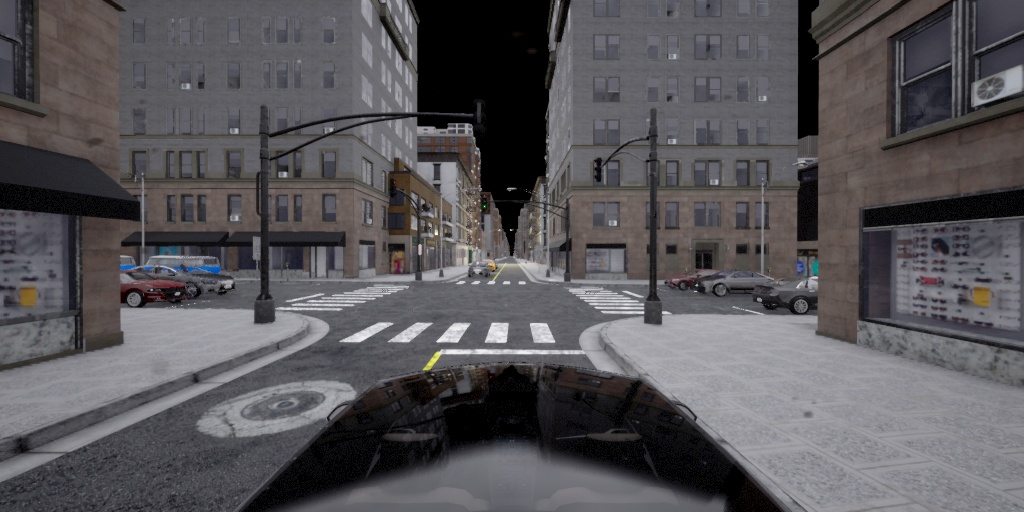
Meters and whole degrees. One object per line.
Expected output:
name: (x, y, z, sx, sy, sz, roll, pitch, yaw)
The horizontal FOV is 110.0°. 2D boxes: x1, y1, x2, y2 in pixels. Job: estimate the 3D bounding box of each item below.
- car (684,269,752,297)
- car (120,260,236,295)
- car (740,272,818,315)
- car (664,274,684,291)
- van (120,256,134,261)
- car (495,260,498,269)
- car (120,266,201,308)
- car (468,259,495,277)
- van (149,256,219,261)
car: (12.100, 1.442, 19.600, 4.181, 1.385, 1.994, 1, 0, 0)
car: (-15.566, 1.115, 16.586, 4.902, 1.511, 2.128, 1, 0, 0)
car: (11.615, 1.456, 13.649, 4.403, 1.370, 2.007, 0, 0, 0)
car: (11.647, 1.440, 22.175, 4.207, 1.307, 1.802, 0, 0, 0)
van: (-26.098, 0.831, 22.439, 3.998, 1.789, 1.690, 0, 0, 0)
car: (-3.110, 1.191, 44.728, 1.882, 1.535, 5.008, 0, 0, 0)
car: (-15.148, 1.188, 13.831, 4.507, 1.381, 1.888, 0, 0, 0)
car: (-3.103, 1.218, 34.645, 2.128, 1.511, 4.902, 0, 0, 0)
van: (-20.607, 0.883, 22.402, 3.998, 1.789, 1.690, 0, 0, 0)
